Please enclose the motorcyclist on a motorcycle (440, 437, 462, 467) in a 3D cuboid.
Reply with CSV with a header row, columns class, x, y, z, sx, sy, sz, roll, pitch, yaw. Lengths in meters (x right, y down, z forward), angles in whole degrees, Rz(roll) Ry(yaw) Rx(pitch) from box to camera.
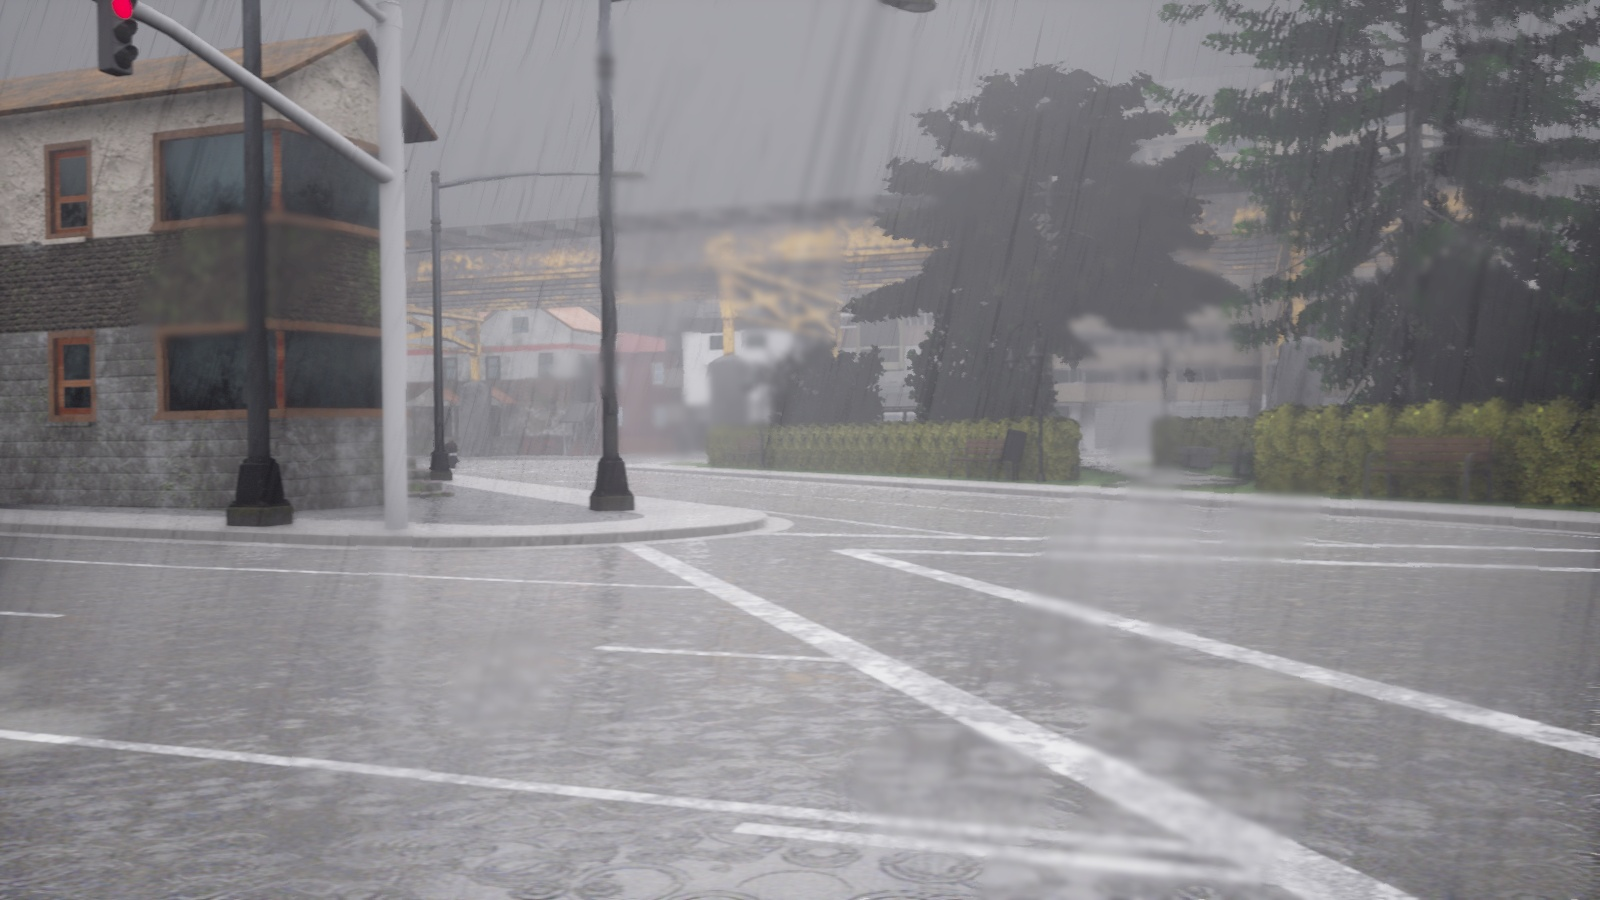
class,x,y,z,sx,sy,sz,roll,pitch,yaw
motorcyclist on a motorcycle,-18.258,0.106,65.689,0.866,1.530,2.191,0,1,-21
